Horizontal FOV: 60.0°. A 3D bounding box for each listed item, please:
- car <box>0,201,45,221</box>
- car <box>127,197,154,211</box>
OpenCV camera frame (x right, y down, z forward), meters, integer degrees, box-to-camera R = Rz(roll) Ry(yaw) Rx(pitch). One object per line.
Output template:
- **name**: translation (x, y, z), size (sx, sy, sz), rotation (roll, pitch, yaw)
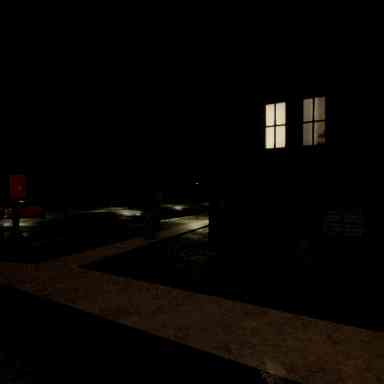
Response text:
- **car**: translation (-15.274, 1.592, 29.481), size (2.097, 1.767, 4.553), rotation (1, -1, 18)
- **car**: translation (-7.762, 1.797, 51.013), size (2.150, 2.045, 5.566), rotation (1, -1, 21)
